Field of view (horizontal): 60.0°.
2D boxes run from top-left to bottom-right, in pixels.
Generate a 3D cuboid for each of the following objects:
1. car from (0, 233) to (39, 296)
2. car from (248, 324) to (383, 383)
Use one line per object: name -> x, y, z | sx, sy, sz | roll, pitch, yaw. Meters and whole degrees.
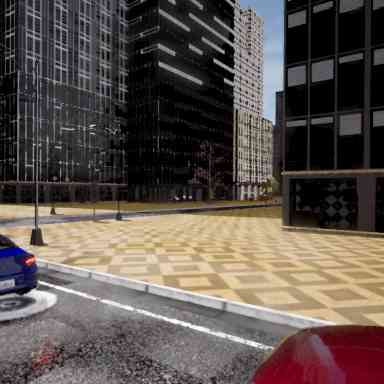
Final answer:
car -> -5.252, 1.523, 7.427 | 4.674, 1.442, 1.812 | 0, 0, 36
car -> 2.351, 1.564, 2.000 | 4.181, 1.385, 1.994 | 0, 0, 35
